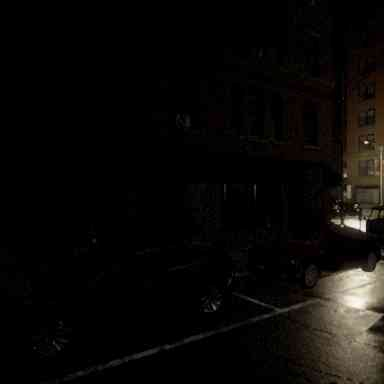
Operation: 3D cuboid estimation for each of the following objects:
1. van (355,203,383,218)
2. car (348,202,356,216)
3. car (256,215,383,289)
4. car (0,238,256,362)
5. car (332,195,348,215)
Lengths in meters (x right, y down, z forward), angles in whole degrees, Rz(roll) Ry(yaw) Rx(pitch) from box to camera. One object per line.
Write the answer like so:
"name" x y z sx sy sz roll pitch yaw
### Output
"van" 8.090 1.354 12.465 3.998 1.788 1.690 0 0 -35
"car" 13.083 1.250 31.631 2.150 2.045 5.566 0 0 -36
"car" 3.468 1.553 9.197 4.507 1.381 1.887 0 0 -35
"car" -1.153 1.568 5.930 4.313 1.339 1.947 0 0 -35
"car" 10.448 1.235 29.731 2.150 2.045 5.566 0 0 -36
